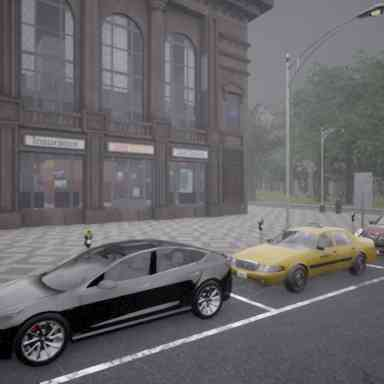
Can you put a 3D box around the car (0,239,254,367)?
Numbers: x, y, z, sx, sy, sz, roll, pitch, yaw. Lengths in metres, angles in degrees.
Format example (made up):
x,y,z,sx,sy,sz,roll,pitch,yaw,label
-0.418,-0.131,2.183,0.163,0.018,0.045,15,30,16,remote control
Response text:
x,y,z,sx,sy,sz,roll,pitch,yaw,label
-1.208,1.565,5.792,4.313,1.339,1.947,0,0,-36,car

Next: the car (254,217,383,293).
x,y,z,sx,sy,sz,roll,pitch,yaw,label
3.076,1.522,8.859,4.829,1.417,1.752,0,0,-36,car

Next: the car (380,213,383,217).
x,y,z,sx,sy,sz,roll,pitch,yaw,label
7.635,1.435,12.123,4.097,1.590,1.967,0,0,-36,car
